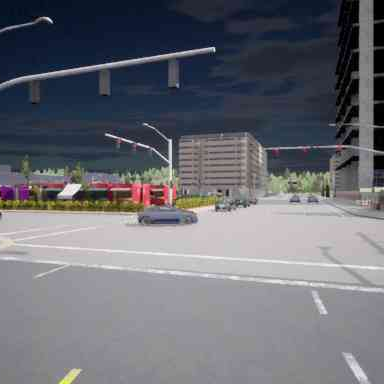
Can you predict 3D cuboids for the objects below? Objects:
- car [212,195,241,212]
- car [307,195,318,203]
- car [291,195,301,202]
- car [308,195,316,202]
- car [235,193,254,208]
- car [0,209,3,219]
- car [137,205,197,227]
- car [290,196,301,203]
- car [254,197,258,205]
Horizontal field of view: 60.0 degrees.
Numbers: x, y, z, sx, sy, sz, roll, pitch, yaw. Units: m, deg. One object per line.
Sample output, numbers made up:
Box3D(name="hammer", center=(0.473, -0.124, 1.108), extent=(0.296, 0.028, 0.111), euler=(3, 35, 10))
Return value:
Box3D(name="car", center=(4.090, 1.491, 39.726), extent=(2.128, 1.511, 4.902), euler=(0, 0, 19))
Box3D(name="car", center=(24.684, 1.541, 67.785), extent=(2.033, 1.411, 5.357), euler=(0, 0, 19))
Box3D(name="car", center=(24.545, 1.540, 78.444), extent=(2.033, 1.411, 5.357), euler=(0, 0, 19))
Box3D(name="car", center=(27.967, 1.524, 77.643), extent=(1.812, 1.442, 4.674), euler=(0, 0, 19))
Box3D(name="car", center=(7.239, 1.221, 49.113), extent=(2.150, 2.045, 5.566), euler=(0, 0, 18))
Box3D(name="car", center=(-17.329, 1.407, 26.316), extent=(4.553, 1.767, 2.097), euler=(0, 0, 19))
Box3D(name="car", center=(-1.714, 1.603, 23.044), extent=(4.181, 1.385, 1.994), euler=(0, 0, -5))
Box3D(name="car", center=(21.474, 1.554, 69.217), extent=(1.994, 1.385, 4.181), euler=(0, 0, 19))
Box3D(name="car", center=(10.455, 1.564, 58.643), extent=(1.994, 1.385, 4.181), euler=(0, 0, 19))
